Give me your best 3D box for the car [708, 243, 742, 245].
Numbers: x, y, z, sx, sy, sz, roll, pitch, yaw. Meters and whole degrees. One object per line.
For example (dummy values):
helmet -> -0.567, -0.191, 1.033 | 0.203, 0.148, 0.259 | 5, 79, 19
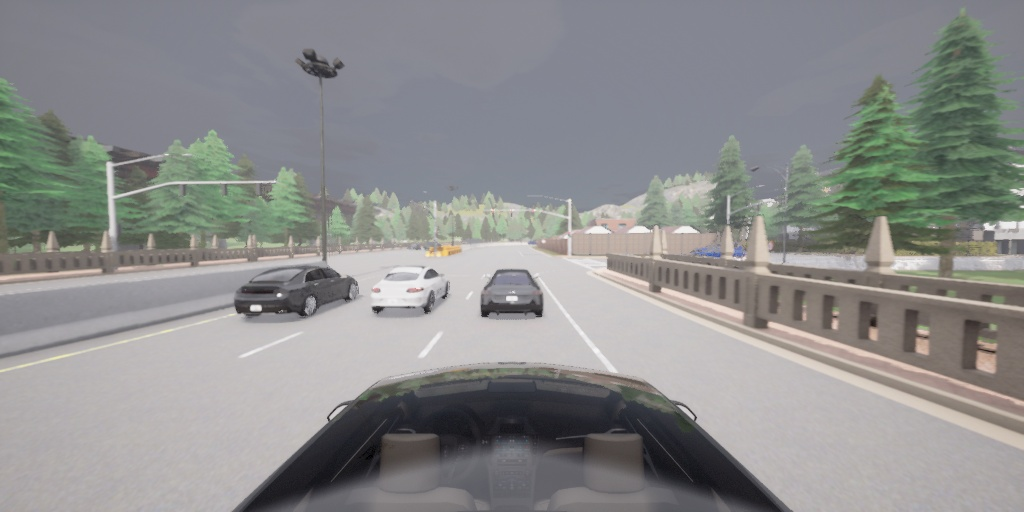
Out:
car -> 24.036, -0.561, 41.939 | 5.566, 2.045, 2.150 | 1, 3, 2

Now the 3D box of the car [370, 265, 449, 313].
car -> -3.491, 1.056, 12.830 | 1.812, 1.442, 4.674 | 0, 3, 0

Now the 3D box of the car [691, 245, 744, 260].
car -> 21.902, -0.154, 38.530 | 5.008, 1.535, 1.882 | 0, 3, 2

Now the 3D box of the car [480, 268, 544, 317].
car -> 0.007, 1.112, 12.388 | 1.994, 1.385, 4.181 | 0, 3, 0

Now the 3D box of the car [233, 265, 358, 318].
car -> -6.994, 1.063, 12.218 | 1.837, 1.490, 4.892 | 0, 3, 0
